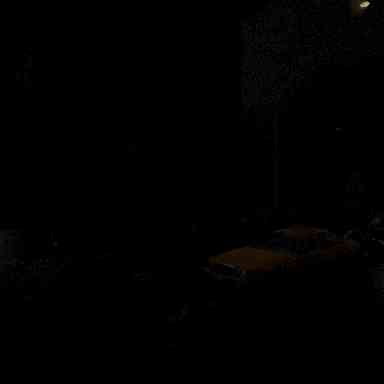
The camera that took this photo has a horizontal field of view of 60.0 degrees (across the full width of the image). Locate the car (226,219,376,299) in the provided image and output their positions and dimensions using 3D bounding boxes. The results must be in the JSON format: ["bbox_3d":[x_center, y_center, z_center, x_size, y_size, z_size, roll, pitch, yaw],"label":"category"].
[{"bbox_3d":[2.514,1.525,8.458,4.829,1.417,1.752,0,0,-36],"label":"car"}]

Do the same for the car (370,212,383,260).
[{"bbox_3d":[7.072,1.441,11.723,4.097,1.590,1.967,0,0,-36],"label":"car"}]

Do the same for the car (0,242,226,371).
[{"bbox_3d":[-1.769,1.566,5.390,4.313,1.339,1.947,0,0,-36],"label":"car"}]
